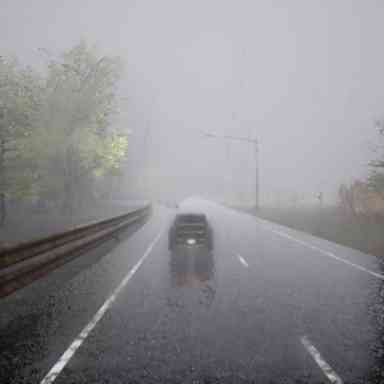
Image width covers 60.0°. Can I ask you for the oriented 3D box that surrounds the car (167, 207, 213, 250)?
[{"bbox_3d":[-0.066,1.670,15.229,1.837,1.490,4.892,0,0,-1],"label":"car"}]

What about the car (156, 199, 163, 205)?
[{"bbox_3d":[-7.390,2.352,78.779,1.812,1.442,4.674,0,-1,-12],"label":"car"}]

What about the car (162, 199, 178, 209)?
[{"bbox_3d":[-3.484,2.097,57.156,2.128,1.511,4.902,0,-1,-8],"label":"car"}]
